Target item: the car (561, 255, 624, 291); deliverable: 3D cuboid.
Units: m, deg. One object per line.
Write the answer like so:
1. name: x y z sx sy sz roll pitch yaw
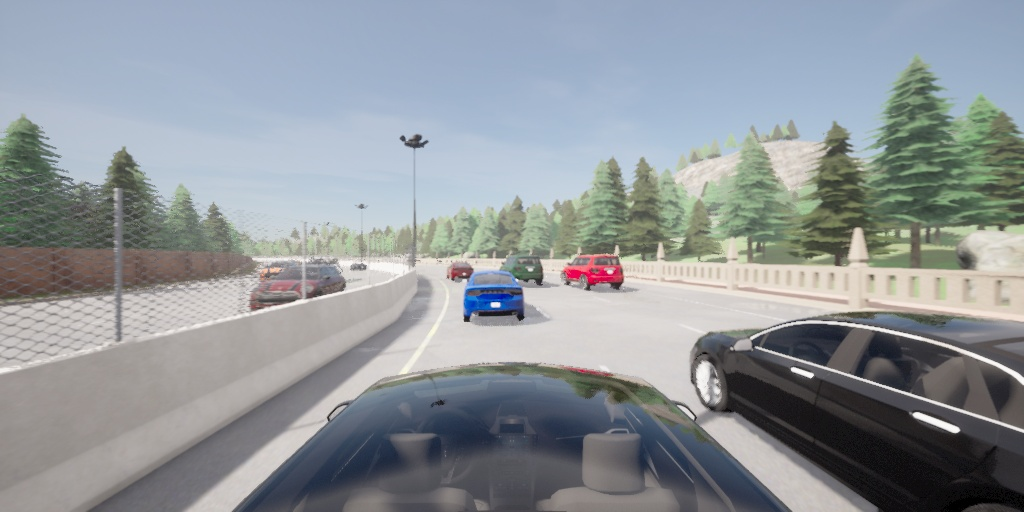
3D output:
1. car: 4.857 0.969 22.260 2.150 2.045 5.566 0 0 -11

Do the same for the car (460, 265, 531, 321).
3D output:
1. car: -0.733 1.240 12.668 1.882 1.535 5.008 0 0 -6

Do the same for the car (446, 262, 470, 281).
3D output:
1. car: -4.474 1.272 30.625 1.882 1.535 5.008 0 0 -17

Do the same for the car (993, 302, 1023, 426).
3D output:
1. car: 7.006 1.268 1.768 2.033 1.411 5.357 0 0 -1

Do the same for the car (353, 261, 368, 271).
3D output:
1. car: -22.333 1.451 52.500 1.994 1.385 4.181 0 0 -32

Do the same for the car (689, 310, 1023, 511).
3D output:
1. car: 3.435 1.242 3.136 1.837 1.490 4.892 0 0 -1

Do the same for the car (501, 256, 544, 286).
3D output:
1. car: 0.574 0.990 25.512 2.150 2.045 5.566 0 0 -13

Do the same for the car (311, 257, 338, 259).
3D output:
1. car: -14.977 1.060 28.541 2.150 2.045 5.566 0 0 -18

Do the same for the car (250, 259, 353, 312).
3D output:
1. car: -8.204 1.147 14.253 2.097 1.767 4.553 0 0 -8
